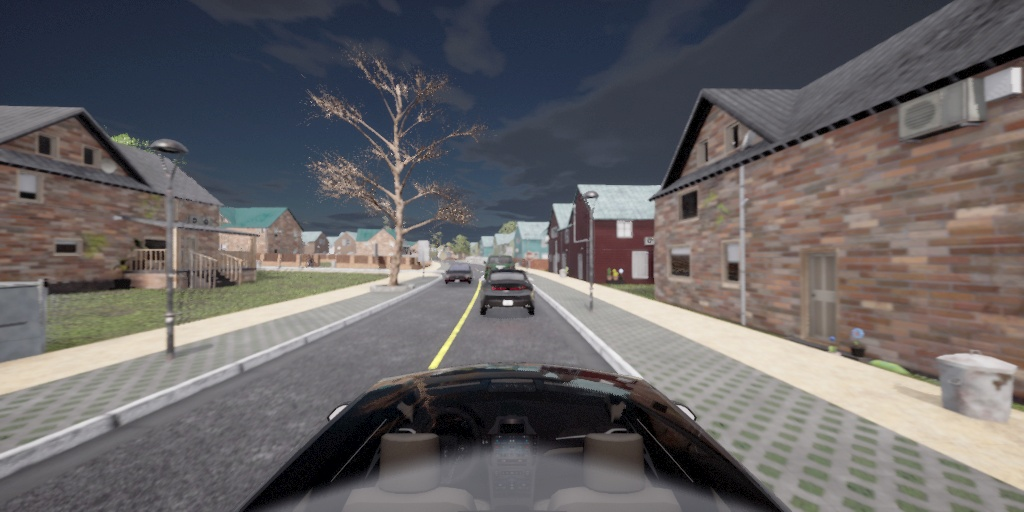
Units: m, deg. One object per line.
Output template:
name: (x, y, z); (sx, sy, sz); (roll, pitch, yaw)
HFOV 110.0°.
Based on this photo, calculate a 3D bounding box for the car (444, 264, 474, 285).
car: (-3.742, 1.253, 26.089); (2.033, 1.411, 5.357); (0, 0, -4)

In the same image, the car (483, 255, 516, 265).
car: (-0.894, 0.927, 26.087); (2.150, 2.045, 5.566); (0, 0, -4)

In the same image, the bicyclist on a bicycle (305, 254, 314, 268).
bicyclist on a bicycle: (-23.694, 0.560, 42.050); (0.582, 1.620, 1.656); (1, 0, 5)

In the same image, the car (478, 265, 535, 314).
car: (-0.202, 1.230, 13.525); (1.837, 1.490, 4.892); (0, -1, -2)
